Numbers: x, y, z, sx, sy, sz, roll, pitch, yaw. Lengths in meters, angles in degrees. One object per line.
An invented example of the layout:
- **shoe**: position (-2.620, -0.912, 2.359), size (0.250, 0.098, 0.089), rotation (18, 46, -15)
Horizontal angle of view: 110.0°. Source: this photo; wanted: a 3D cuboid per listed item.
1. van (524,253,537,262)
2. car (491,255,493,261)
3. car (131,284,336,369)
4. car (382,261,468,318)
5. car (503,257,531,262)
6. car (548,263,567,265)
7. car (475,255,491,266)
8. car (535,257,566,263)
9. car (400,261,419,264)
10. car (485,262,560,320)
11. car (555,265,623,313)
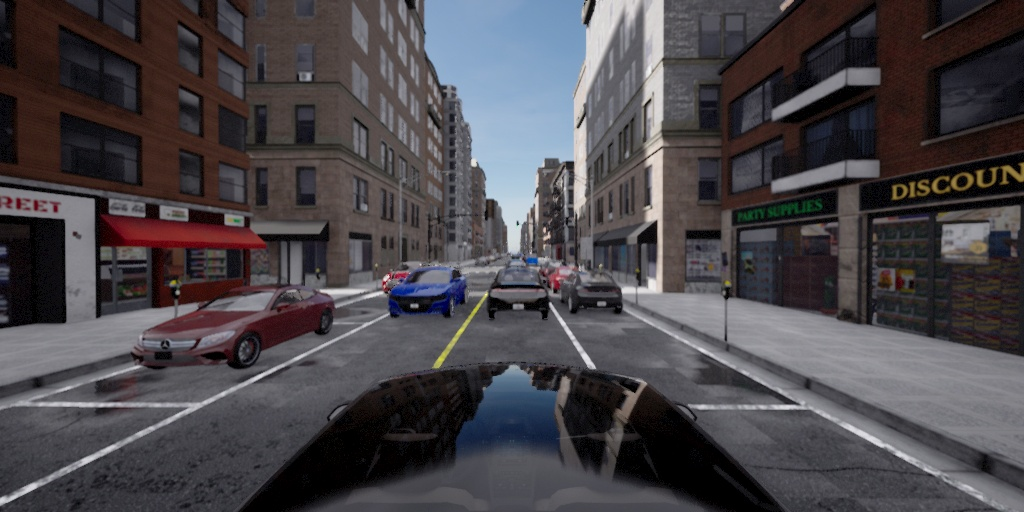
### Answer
- **van**: position (3.191, 0.580, 56.692), size (1.690, 1.789, 3.998), rotation (0, 0, 1)
- **car**: position (-4.775, 0.731, 62.447), size (1.888, 1.381, 4.507), rotation (0, 0, 1)
- **car**: position (-5.341, 1.278, 7.616), size (1.802, 1.307, 4.207), rotation (0, 0, 1)
- **car**: position (-2.749, 1.126, 12.677), size (1.882, 1.535, 5.008), rotation (0, 1, 1)
- **car**: position (0.369, 1.023, 29.006), size (1.812, 1.442, 4.674), rotation (0, 1, 1)
- **car**: position (2.797, 1.176, 18.577), size (1.802, 1.307, 4.207), rotation (0, 0, 1)
- **car**: position (-4.834, 0.790, 56.766), size (2.007, 1.370, 4.403), rotation (0, 0, 1)
- **car**: position (2.854, 0.983, 24.095), size (1.967, 1.591, 4.097), rotation (0, 0, 1)
- **car**: position (-5.228, 1.034, 18.652), size (1.967, 1.591, 4.097), rotation (0, 0, 1)
- **car**: position (0.198, 1.145, 12.228), size (2.128, 1.511, 4.902), rotation (0, 1, 1)
- **car**: position (2.740, 1.195, 13.058), size (2.007, 1.370, 4.403), rotation (0, 0, 1)
